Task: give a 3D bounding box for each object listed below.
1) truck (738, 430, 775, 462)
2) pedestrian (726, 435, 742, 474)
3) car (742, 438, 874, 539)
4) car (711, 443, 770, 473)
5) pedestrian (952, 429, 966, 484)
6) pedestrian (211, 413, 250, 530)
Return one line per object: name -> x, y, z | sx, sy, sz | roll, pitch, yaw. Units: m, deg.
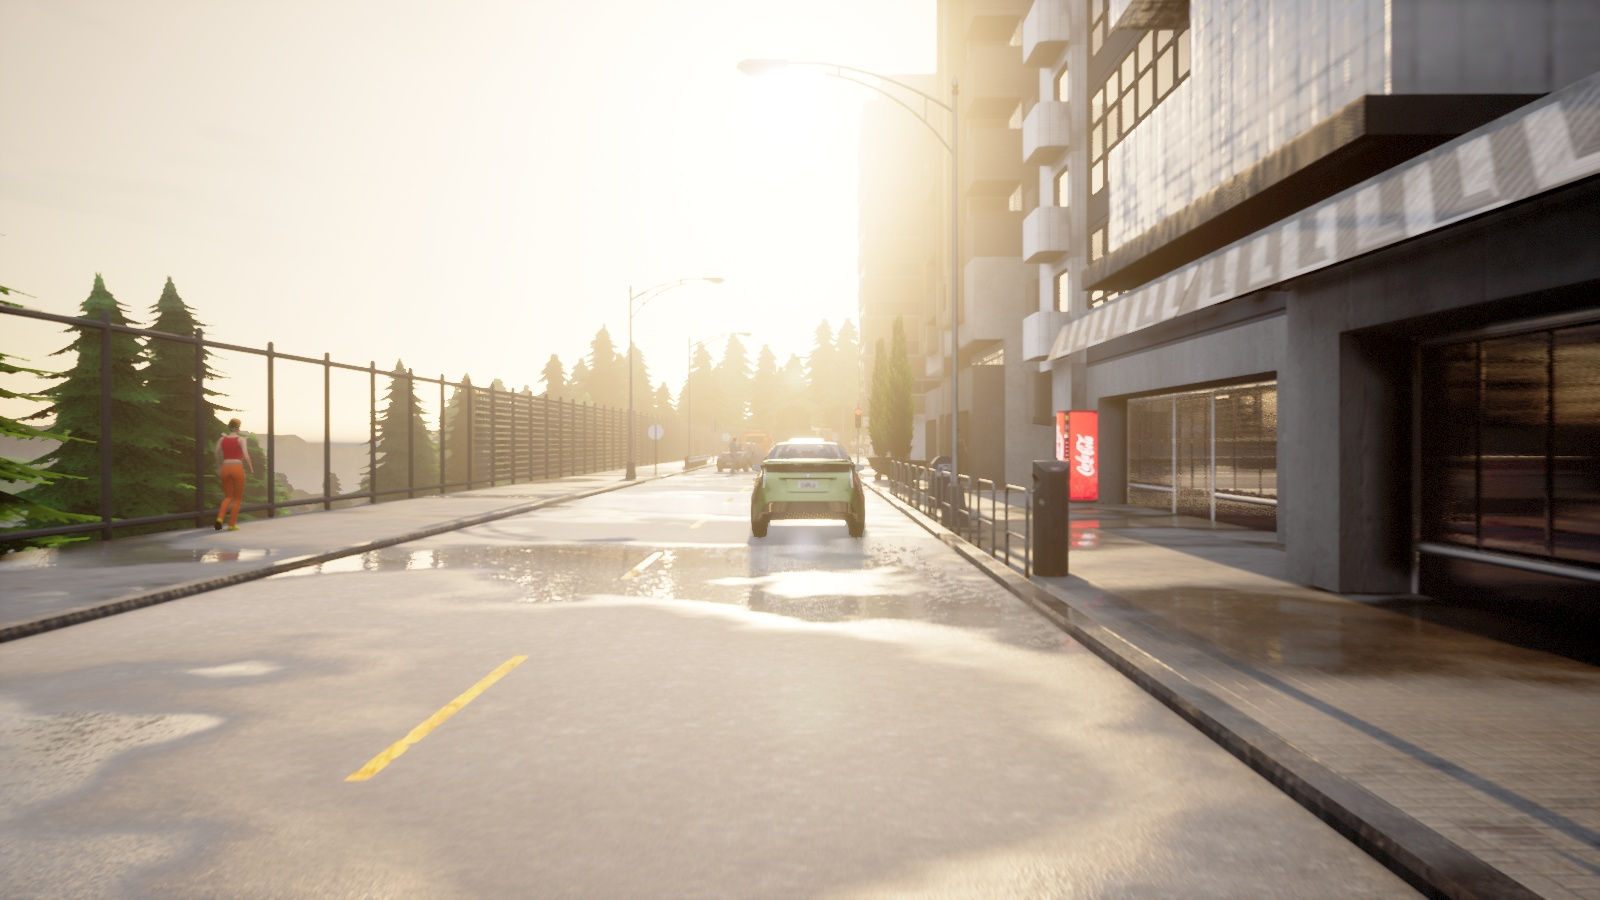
truck -> -3.394, -0.298, 98.433 | 2.627, 2.467, 5.204 | 0, 0, 1
pedestrian -> -3.137, 0.208, 59.722 | 0.706, 1.836, 0.354 | 0, 0, 21
car -> 0.134, 0.573, 21.349 | 2.007, 1.525, 4.514 | 0, 0, 0
car -> -3.035, 0.393, 64.711 | 1.845, 1.501, 3.633 | 0, 0, 18
pedestrian -> 5.428, 0.219, 42.888 | 0.345, 1.836, 0.594 | 0, 0, -6
pedestrian -> -9.060, 0.336, 20.000 | 0.345, 1.836, 0.594 | 0, 0, 0
